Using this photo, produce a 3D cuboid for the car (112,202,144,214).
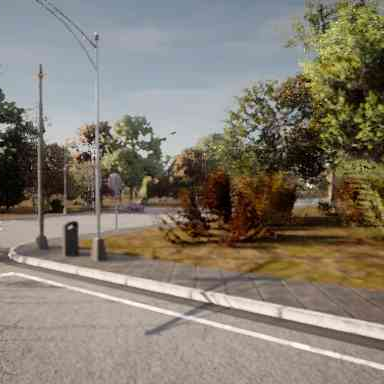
[{"bbox_3d":[-7.795,1.947,40.666,1.994,1.385,4.181,-1,0,32],"label":"car"}]
